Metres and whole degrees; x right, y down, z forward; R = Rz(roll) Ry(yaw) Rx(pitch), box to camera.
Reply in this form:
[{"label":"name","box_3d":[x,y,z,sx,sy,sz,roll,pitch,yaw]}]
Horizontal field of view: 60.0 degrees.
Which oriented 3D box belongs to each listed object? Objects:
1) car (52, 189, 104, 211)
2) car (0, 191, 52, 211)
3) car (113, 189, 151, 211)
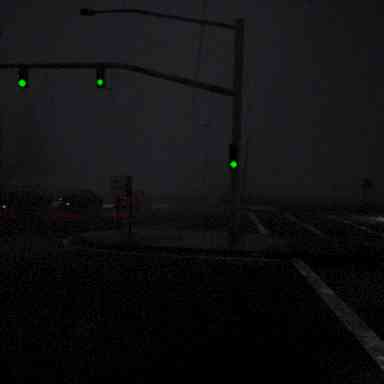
[{"label":"car","box_3d":[-8.049,0.537,24.465,1.812,1.442,4.674,2,2,6]},{"label":"car","box_3d":[-11.684,0.565,23.339,1.895,1.301,4.718,2,2,6]},{"label":"car","box_3d":[-4.430,0.541,25.435,1.882,1.535,5.008,2,2,6]}]
